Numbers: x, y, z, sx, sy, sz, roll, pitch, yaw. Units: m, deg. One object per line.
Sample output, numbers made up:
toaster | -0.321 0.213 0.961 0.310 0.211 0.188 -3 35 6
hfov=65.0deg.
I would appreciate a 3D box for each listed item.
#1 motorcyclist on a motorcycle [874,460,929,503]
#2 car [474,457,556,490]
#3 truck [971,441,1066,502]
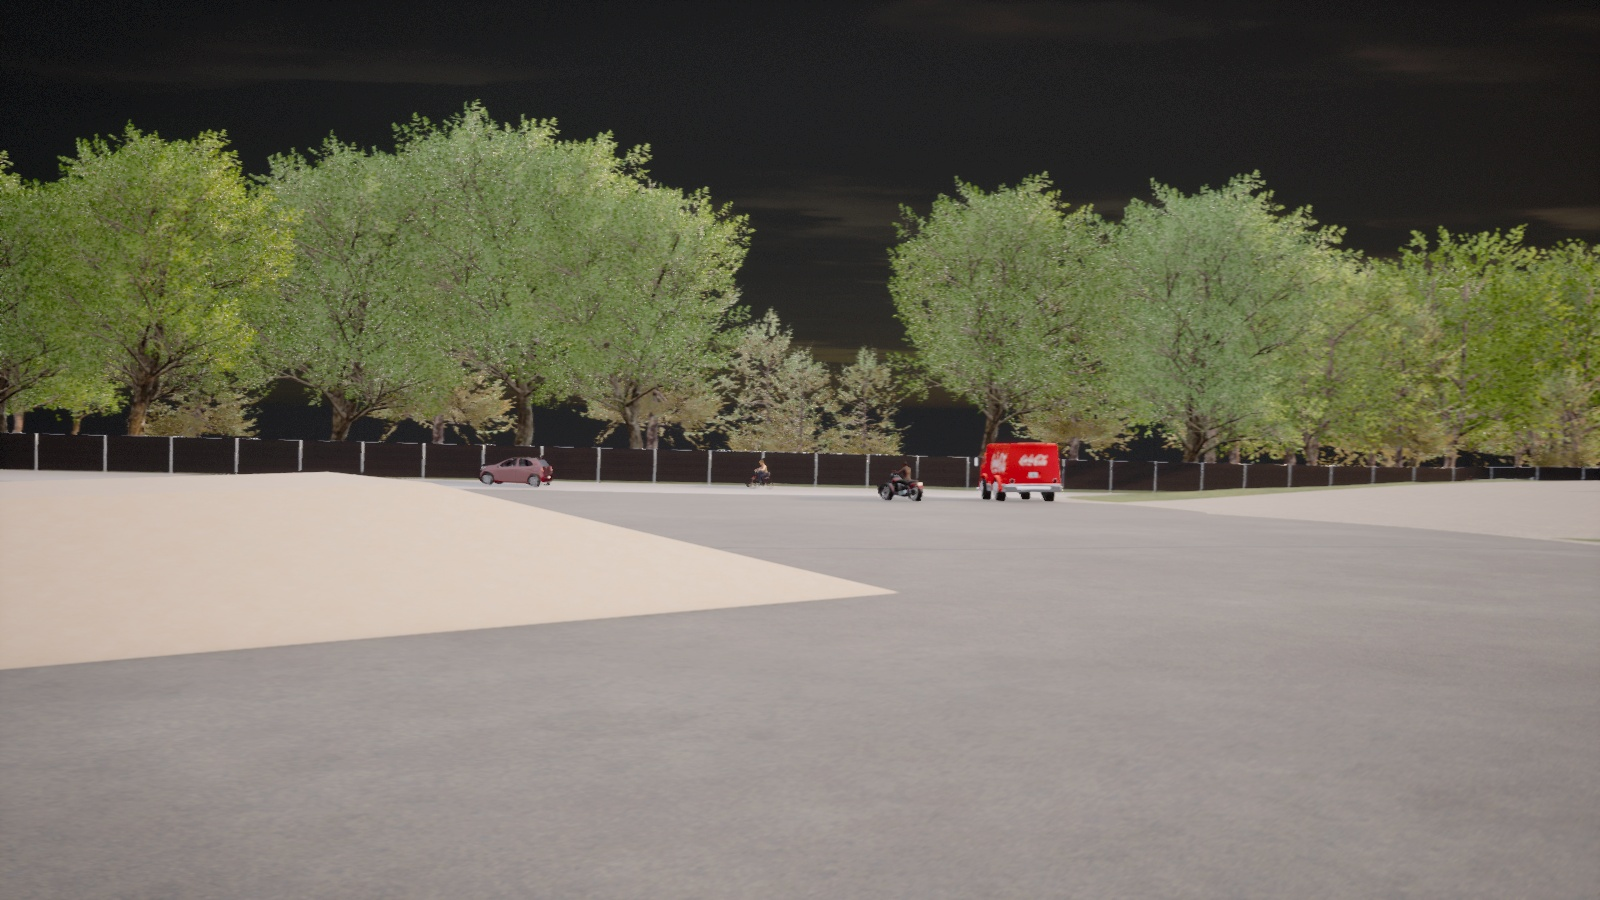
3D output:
motorcyclist on a motorcycle | 4.027 1.238 50.102 0.766 1.649 2.350 1 -1 -40
car | -14.619 1.180 64.405 3.633 1.501 1.845 2 1 9
truck | 9.350 0.920 54.252 2.627 2.467 5.204 0 -1 -7
